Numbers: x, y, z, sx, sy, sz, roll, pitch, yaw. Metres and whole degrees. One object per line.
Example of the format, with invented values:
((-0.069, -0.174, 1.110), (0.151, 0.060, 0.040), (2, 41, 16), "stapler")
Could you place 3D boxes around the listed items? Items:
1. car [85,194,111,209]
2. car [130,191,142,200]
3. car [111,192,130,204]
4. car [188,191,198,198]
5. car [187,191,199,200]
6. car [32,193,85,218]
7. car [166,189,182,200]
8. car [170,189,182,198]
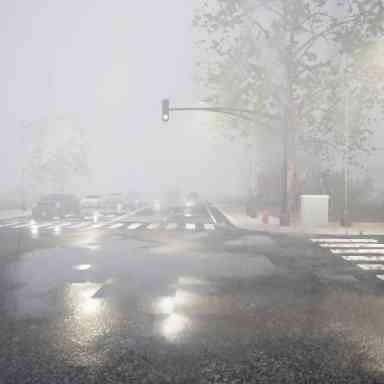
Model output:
((-9.893, 0.921, 33.625), (1.812, 1.442, 4.674), (0, 1, 0), "car")
((-9.650, 0.552, 55.496), (1.837, 1.490, 4.892), (0, 1, 1), "car")
((-9.799, 0.769, 43.353), (1.812, 1.442, 4.674), (0, 1, 1), "car")
((0.236, 0.471, 65.436), (1.994, 1.385, 4.181), (0, 1, 1), "car")
((0.144, 0.635, 55.368), (1.994, 1.385, 4.181), (0, 1, 1), "car")
((-9.975, 0.885, 24.715), (2.097, 1.767, 4.553), (0, 1, 1), "car")
((-3.105, 0.589, 55.430), (1.812, 1.442, 4.674), (0, 1, 1), "car")
((-3.014, 0.252, 65.431), (2.097, 1.767, 4.553), (0, 1, 1), "car")
